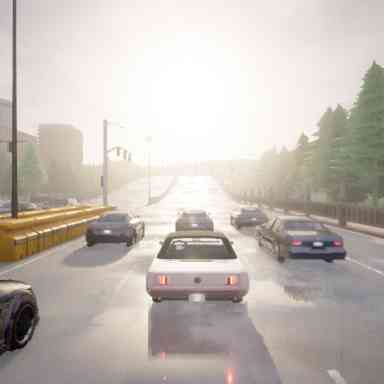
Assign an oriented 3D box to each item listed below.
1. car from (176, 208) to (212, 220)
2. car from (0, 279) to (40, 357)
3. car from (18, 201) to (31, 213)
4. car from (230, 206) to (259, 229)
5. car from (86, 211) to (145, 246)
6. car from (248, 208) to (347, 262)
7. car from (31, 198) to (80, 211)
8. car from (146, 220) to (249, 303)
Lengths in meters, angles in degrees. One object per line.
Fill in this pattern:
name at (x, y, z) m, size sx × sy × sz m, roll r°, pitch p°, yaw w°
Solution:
car at (0.124, 1.564, 18.019) m, size 1.994 × 1.385 × 4.181 m, roll 0°, pitch 0°, yaw 0°
car at (-3.396, 1.563, 3.564) m, size 1.994 × 1.385 × 4.181 m, roll 0°, pitch 0°, yaw 0°
car at (-13.967, 1.540, 26.479) m, size 1.837 × 1.490 × 4.892 m, roll 0°, pitch 0°, yaw 0°
car at (3.626, 1.564, 21.386) m, size 1.994 × 1.385 × 4.181 m, roll 0°, pitch 0°, yaw 0°
car at (-3.383, 1.564, 15.336) m, size 1.994 × 1.385 × 4.181 m, roll 0°, pitch 0°, yaw 0°
car at (3.615, 1.547, 12.071) m, size 2.033 × 1.411 × 5.357 m, roll 0°, pitch 0°, yaw 0°
car at (-10.467, 1.274, 26.507) m, size 2.097 × 1.767 × 4.553 m, roll 0°, pitch 0°, yaw 0°
car at (0.109, 1.601, 8.169) m, size 1.895 × 1.301 × 4.718 m, roll 0°, pitch 0°, yaw 0°
